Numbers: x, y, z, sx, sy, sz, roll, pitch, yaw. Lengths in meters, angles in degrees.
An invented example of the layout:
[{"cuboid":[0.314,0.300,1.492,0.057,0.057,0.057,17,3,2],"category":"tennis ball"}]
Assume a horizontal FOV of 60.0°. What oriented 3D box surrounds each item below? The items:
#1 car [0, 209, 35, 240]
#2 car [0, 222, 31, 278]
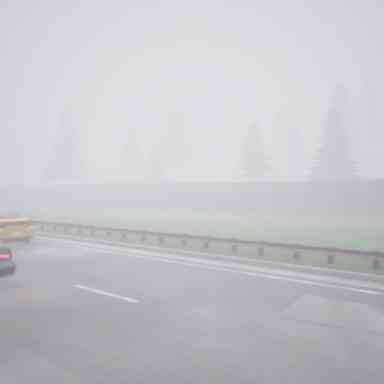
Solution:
[{"cuboid":[-8.903,1.487,14.621,5.008,1.535,1.882,0,0,36],"category":"car"},{"cuboid":[-6.681,1.554,8.703,5.357,1.411,2.033,0,0,36],"category":"car"}]
